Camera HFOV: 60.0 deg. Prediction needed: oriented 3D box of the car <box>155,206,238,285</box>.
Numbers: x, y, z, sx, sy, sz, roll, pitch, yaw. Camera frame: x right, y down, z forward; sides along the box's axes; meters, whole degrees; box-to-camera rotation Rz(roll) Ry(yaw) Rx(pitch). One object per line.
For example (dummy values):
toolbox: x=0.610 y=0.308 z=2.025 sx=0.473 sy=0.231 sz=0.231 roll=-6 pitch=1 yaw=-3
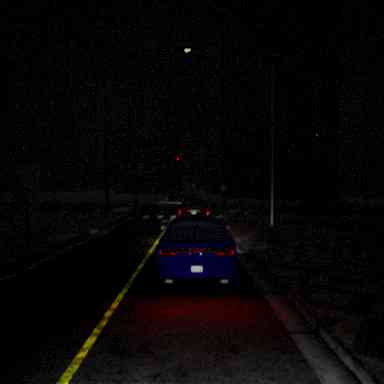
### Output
car: x=0.106 y=1.399 z=9.301 sx=1.882 sy=1.535 sz=5.008 roll=0 pitch=1 yaw=0

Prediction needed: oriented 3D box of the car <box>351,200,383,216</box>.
car: x=17.969 y=1.560 z=31.440 sx=4.829 sy=1.417 sz=1.752 roll=1 pitch=0 yaw=0

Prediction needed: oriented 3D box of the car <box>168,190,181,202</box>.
car: x=-3.020 y=0.718 z=60.612 sx=2.150 sy=2.045 sz=5.566 roll=0 pitch=0 yaw=1

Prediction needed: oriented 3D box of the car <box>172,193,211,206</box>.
car: x=0.133 y=1.178 z=20.764 sx=2.097 sy=1.767 sz=4.553 roll=0 pitch=0 yaw=1

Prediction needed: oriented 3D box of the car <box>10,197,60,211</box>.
car: x=-14.753 y=1.105 z=31.363 sx=4.403 sy=1.369 sz=2.008 roll=1 pitch=0 yaw=0

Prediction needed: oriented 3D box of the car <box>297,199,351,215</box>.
car: x=12.155 y=1.511 z=31.443 sx=4.313 sy=1.339 sz=1.947 roll=1 pitch=0 yaw=0

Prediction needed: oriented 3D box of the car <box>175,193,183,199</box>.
car: x=-2.957 y=0.885 z=76.944 sx=1.812 sy=1.442 sz=4.674 roll=0 pitch=0 yaw=0
